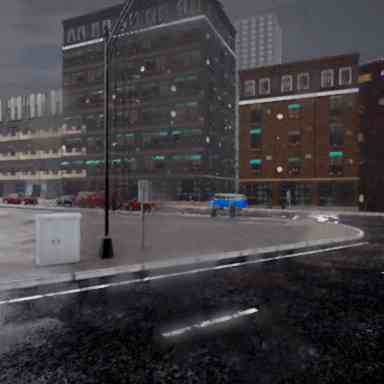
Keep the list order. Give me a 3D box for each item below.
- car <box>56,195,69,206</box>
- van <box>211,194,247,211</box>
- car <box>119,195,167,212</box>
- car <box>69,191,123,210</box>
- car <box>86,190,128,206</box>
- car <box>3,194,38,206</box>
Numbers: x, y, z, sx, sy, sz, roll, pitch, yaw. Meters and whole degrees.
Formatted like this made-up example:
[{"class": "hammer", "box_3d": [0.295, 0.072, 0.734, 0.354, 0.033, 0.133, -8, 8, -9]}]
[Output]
[{"class": "car", "box_3d": [-13.749, 1.015, 38.744, 4.181, 1.385, 1.994, 1, 0, 24]}, {"class": "van", "box_3d": [4.201, 1.136, 37.183, 3.998, 1.788, 1.690, 1, -1, 24]}, {"class": "car", "box_3d": [-4.428, 1.259, 31.819, 4.206, 1.307, 1.802, 1, -1, 24]}, {"class": "car", "box_3d": [-9.575, 0.880, 34.090, 5.009, 1.841, 2.192, 1, -1, 24]}, {"class": "car", "box_3d": [-11.261, 0.774, 43.987, 5.009, 1.841, 2.192, 1, -1, 24]}, {"class": "car", "box_3d": [-19.895, 0.882, 38.626, 4.507, 1.381, 1.887, 1, -1, 24]}]
